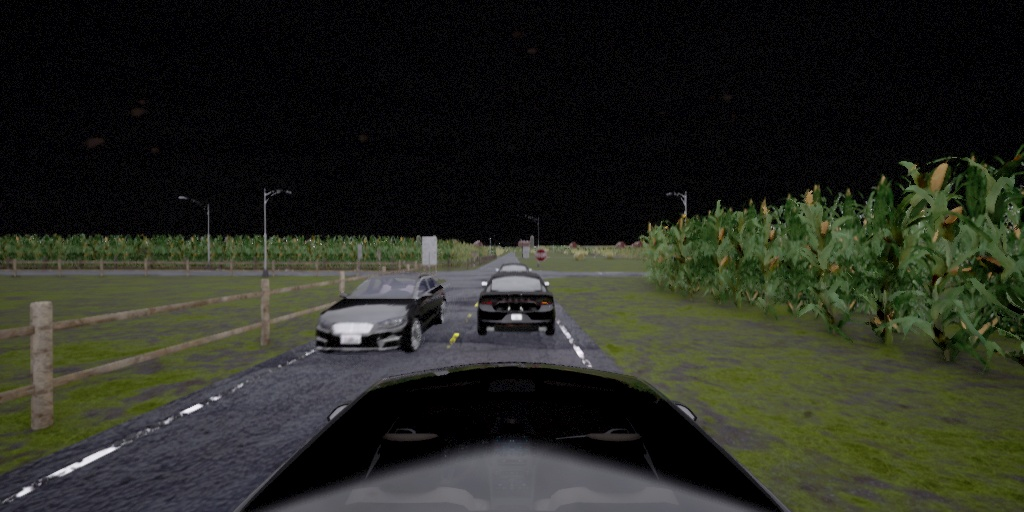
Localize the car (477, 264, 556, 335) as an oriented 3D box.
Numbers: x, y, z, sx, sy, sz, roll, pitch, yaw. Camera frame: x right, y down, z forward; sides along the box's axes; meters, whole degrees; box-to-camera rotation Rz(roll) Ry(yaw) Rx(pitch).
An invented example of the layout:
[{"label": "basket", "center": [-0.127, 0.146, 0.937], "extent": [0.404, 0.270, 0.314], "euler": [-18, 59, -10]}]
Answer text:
[{"label": "car", "center": [0.103, 1.174, 10.336], "extent": [1.882, 1.535, 5.008], "euler": [0, 0, 0]}]

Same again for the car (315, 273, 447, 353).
[{"label": "car", "center": [-2.839, 1.198, 8.784], "extent": [2.128, 1.511, 4.902], "euler": [0, 0, 0]}]
